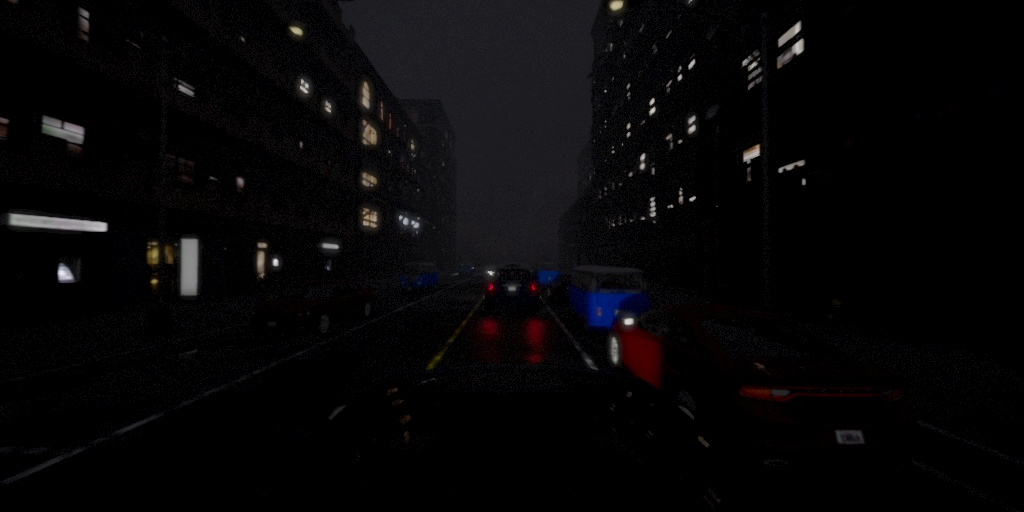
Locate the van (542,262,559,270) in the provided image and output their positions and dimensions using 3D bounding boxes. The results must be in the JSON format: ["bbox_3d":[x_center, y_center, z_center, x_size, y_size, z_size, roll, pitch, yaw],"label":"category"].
[{"bbox_3d":[2.694,1.372,27.728,1.690,1.789,3.998,0,0,0],"label":"van"}]

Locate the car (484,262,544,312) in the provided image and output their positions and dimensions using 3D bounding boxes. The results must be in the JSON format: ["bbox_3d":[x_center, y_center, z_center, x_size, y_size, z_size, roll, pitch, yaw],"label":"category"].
[{"bbox_3d":[0.019,1.245,15.280,2.097,1.767,4.553,0,-1,0],"label":"car"}]

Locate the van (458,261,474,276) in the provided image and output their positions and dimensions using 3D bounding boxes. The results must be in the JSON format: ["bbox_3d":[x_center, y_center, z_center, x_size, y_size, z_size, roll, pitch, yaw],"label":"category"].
[{"bbox_3d":[-5.685,1.565,44.713,1.690,1.789,3.998,0,0,0],"label":"van"}]

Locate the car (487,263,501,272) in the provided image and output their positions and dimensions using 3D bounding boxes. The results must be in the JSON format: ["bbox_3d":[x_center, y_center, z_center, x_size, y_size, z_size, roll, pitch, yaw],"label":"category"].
[{"bbox_3d":[-3.045,1.922,62.249,2.128,1.511,4.902,0,-1,1],"label":"car"}]

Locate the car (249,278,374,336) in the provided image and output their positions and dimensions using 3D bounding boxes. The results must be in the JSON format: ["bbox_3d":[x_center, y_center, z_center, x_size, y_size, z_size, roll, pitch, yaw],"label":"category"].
[{"bbox_3d":[-5.689,1.391,10.744,1.888,1.381,4.507,0,0,0],"label":"car"}]

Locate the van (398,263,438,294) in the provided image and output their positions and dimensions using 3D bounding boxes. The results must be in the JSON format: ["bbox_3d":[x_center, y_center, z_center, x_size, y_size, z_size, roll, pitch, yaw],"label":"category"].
[{"bbox_3d":[-5.688,1.309,22.067,1.690,1.789,3.998,0,0,0],"label":"van"}]

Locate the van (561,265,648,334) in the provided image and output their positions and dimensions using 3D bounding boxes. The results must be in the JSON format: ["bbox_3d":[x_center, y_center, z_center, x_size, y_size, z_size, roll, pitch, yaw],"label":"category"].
[{"bbox_3d":[2.692,1.186,10.744,1.690,1.789,3.998,0,0,0],"label":"van"}]

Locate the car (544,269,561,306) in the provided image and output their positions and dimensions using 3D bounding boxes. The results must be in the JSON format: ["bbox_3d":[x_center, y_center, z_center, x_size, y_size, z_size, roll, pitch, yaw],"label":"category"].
[{"bbox_3d":[2.692,1.472,16.404,1.948,1.339,4.313,0,0,0],"label":"car"}]

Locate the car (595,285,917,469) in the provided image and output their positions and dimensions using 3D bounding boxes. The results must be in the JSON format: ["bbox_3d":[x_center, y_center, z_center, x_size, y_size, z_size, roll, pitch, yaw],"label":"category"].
[{"bbox_3d":[2.692,1.331,5.082,1.888,1.381,4.507,0,0,0],"label":"car"}]
